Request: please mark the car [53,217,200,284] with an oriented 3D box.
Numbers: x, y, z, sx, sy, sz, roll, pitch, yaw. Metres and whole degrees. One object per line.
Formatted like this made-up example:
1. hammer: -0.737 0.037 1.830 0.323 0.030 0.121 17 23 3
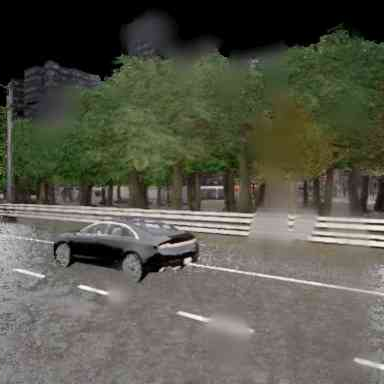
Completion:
1. car: -2.078 1.493 9.652 4.902 1.511 2.128 0 0 36
